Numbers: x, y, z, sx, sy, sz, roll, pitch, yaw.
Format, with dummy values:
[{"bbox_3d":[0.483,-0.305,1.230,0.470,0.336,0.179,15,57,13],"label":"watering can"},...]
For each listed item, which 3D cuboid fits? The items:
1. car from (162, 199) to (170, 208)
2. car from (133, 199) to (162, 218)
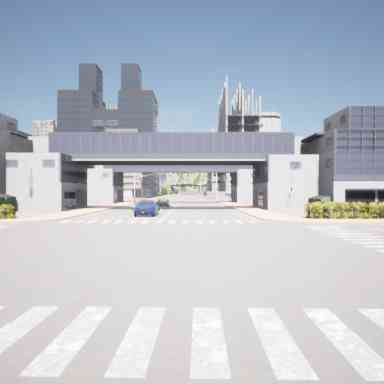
[{"bbox_3d":[-4.252,1.616,48.611,1.895,1.301,4.718,0,0,0],"label":"car"},{"bbox_3d":[-4.216,1.494,31.075,1.882,1.535,5.008,0,0,0],"label":"car"}]
